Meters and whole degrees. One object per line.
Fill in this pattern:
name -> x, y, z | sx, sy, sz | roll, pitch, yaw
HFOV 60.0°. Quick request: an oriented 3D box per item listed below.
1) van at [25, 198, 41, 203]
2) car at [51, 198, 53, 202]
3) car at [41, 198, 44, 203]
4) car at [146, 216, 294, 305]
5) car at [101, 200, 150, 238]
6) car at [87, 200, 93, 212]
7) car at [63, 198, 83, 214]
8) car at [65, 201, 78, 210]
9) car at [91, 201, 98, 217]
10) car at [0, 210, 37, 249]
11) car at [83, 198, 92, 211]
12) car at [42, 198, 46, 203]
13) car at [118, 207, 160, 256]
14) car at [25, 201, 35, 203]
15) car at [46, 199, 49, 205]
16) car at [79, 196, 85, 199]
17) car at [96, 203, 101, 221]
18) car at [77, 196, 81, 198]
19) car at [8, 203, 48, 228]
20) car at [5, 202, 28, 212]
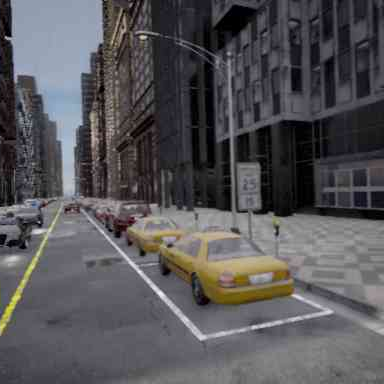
van -> -25.147, 2.055, 52.042 | 1.690, 1.788, 3.998 | -2, 0, -20
car -> -36.890, 2.587, 83.533 | 2.008, 1.369, 4.403 | -2, 0, -20
car -> -27.039, 2.291, 57.132 | 1.752, 1.417, 4.829 | -2, 0, -20
car -> 0.401, 1.490, 7.965 | 1.752, 1.417, 4.829 | -2, 0, -20
car -> -3.464, 1.381, 18.301 | 2.192, 1.841, 5.009 | -2, 0, -20
car -> -9.330, 1.772, 34.046 | 2.008, 1.369, 4.403 | -2, 0, -20
car -> -15.396, 1.909, 42.694 | 1.837, 1.490, 4.892 | -2, 0, -21
car -> -19.035, 2.103, 52.452 | 1.895, 1.301, 4.718 | -2, 0, -21
car -> -7.432, 1.696, 28.958 | 1.752, 1.417, 4.829 | -2, 0, -20
car -> -8.594, 1.816, 15.337 | 1.994, 1.385, 4.181 | -2, 0, -20
car -> -13.246, 1.891, 44.542 | 1.947, 1.339, 4.313 | -2, 0, -20
car -> -29.055, 2.402, 62.539 | 1.802, 1.307, 4.206 | -2, 0, -20
car -> -1.557, 1.541, 13.213 | 1.752, 1.417, 4.829 | -2, 0, -20
car -> -21.221, 2.190, 41.546 | 1.802, 1.307, 4.206 | -2, 0, -20
car -> -31.023, 2.189, 67.787 | 2.192, 1.841, 5.009 | -2, 0, -20
car -> -17.167, 1.871, 55.038 | 1.967, 1.590, 4.097 | -2, 0, -20
car -> -5.414, 1.662, 23.550 | 1.887, 1.381, 4.507 | -2, 0, -20
car -> -21.083, 1.977, 65.534 | 1.967, 1.590, 4.097 | -2, 0, -20
car -> -12.223, 1.852, 25.073 | 1.837, 1.490, 4.892 | -2, 0, -20
car -> -19.263, 2.138, 36.298 | 1.802, 1.307, 4.206 | -2, 0, -20
